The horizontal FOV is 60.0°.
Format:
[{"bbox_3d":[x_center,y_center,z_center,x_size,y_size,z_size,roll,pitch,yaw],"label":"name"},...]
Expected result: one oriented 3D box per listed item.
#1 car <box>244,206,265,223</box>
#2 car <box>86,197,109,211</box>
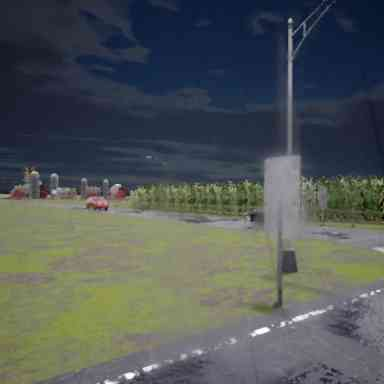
[{"bbox_3d":[6.194,1.823,26.534,1.882,1.535,5.008,2,-2,-29],"label":"car"},{"bbox_3d":[-15.024,1.840,52.732,2.150,2.045,5.566,1,-1,-35],"label":"car"}]
